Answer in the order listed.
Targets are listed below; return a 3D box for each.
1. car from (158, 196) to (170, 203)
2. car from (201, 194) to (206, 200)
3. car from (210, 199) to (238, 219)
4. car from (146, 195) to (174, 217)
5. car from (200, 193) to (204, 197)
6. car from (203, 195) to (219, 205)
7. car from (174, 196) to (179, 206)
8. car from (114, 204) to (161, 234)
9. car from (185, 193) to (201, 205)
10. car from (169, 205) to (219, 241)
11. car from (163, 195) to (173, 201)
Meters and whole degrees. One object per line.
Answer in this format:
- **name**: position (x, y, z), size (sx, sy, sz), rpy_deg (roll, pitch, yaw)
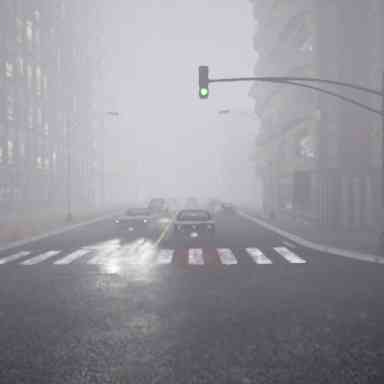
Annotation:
- **car**: position (-5.702, 1.483, 68.145), size (2.008, 1.369, 4.403), rpy_deg (-1, 0, 0)
- **car**: position (2.679, 1.396, 45.551), size (2.008, 1.369, 4.403), rpy_deg (-1, 0, 0)
- **car**: position (2.729, 1.462, 26.986), size (1.802, 1.307, 4.206), rpy_deg (-1, 0, 0)
- **car**: position (-3.110, 1.316, 30.529), size (2.097, 1.767, 4.553), rpy_deg (-1, 0, 0)
- **car**: position (2.677, 1.381, 73.795), size (1.802, 1.307, 4.206), rpy_deg (-1, 0, 0)
- **car**: position (2.678, 1.407, 39.903), size (2.008, 1.369, 4.403), rpy_deg (-1, 0, 0)
- **car**: position (-3.032, 1.412, 51.764), size (2.128, 1.511, 4.902), rpy_deg (-1, 0, 0)
- **car**: position (-3.111, 1.583, 19.231), size (1.895, 1.301, 4.718), rpy_deg (-1, 0, 0)
- **car**: position (-0.014, 1.356, 49.169), size (1.882, 1.535, 5.008), rpy_deg (-1, 0, 0)
- **car**: position (0.099, 1.539, 16.516), size (1.895, 1.301, 4.718), rpy_deg (-1, 0, 0)
- **car**: position (-5.703, 1.460, 79.443), size (1.887, 1.381, 4.507), rpy_deg (-1, 0, 0)
